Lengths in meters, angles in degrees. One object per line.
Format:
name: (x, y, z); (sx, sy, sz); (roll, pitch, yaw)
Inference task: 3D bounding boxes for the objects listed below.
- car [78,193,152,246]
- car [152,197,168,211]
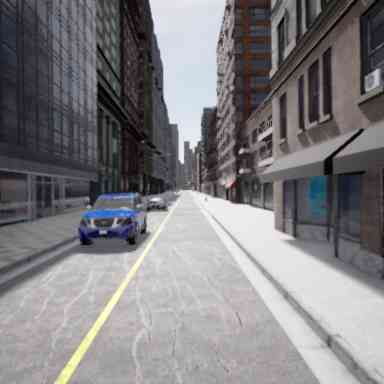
car: (-3.327, 1.098, 15.030); (2.150, 2.045, 5.566); (-1, 1, -1)
car: (-3.553, 1.254, 34.749); (1.994, 1.385, 4.181); (-1, 1, -1)
